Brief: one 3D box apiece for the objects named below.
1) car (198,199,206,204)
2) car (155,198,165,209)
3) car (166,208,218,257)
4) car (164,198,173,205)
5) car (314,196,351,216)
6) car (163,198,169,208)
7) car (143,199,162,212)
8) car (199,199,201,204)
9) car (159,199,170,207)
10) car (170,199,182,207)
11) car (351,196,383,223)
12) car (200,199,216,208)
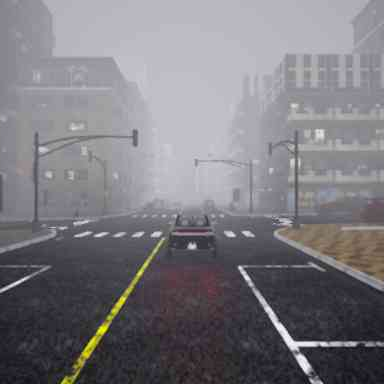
[{"bbox_3d":[2.697,2.568,91.573,2.008,1.369,4.403,0,-1,0],"label":"car"},{"bbox_3d":[-5.687,2.088,51.628,1.752,1.417,4.829,0,-1,0],"label":"car"},{"bbox_3d":[0.022,1.637,13.495,2.128,1.511,4.902,0,0,0],"label":"car"},{"bbox_3d":[-5.685,2.326,80.210,1.967,1.590,4.097,0,-1,0],"label":"car"},{"bbox_3d":[14.561,1.358,32.436,5.009,1.841,2.192,-1,1,0],"label":"car"},{"bbox_3d":[-5.687,1.943,57.482,2.192,1.841,5.009,0,-1,0],"label":"car"},{"bbox_3d":[-5.688,2.067,46.115,1.947,1.339,4.313,0,-1,0],"label":"car"},{"bbox_3d":[2.693,2.068,57.482,1.967,1.590,4.097,0,-1,0],"label":"car"},{"bbox_3d":[-5.686,2.196,68.845,1.967,1.590,4.097,0,-1,0],"label":"car"},{"bbox_3d":[-2.996,2.339,67.647,1.895,1.301,4.718,0,-1,0],"label":"car"},{"bbox_3d":[14.695,1.284,24.058,5.009,1.841,2.192,-1,1,0],"label":"car"},{"bbox_3d":[2.693,2.005,51.800,1.967,1.590,4.097,0,-1,0],"label":"car"}]
